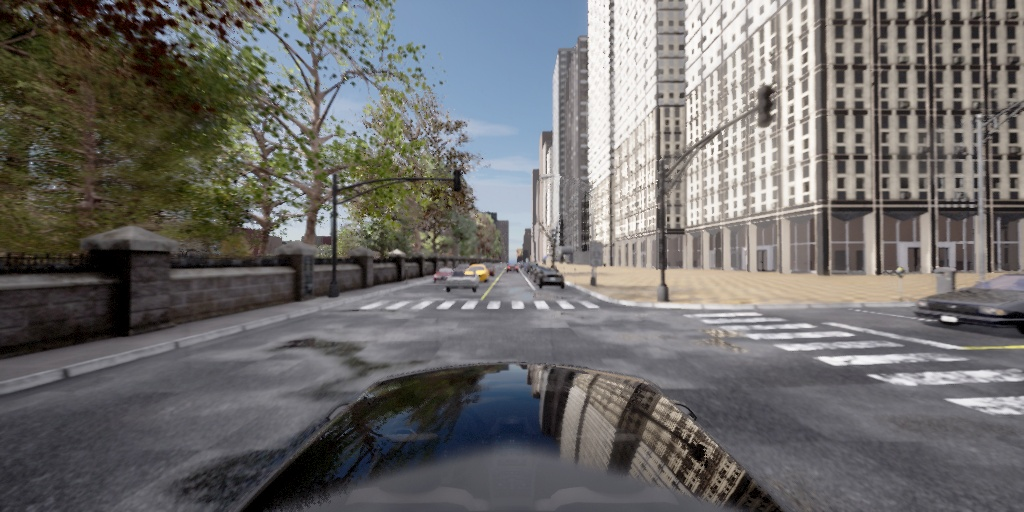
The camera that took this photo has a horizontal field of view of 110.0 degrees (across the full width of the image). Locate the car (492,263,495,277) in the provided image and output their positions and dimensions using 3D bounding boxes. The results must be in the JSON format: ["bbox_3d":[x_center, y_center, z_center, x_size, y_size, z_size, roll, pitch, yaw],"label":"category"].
[{"bbox_3d":[-3.102,1.532,42.821,2.097,1.767,4.553,0,-1,0],"label":"car"}]

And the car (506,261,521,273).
[{"bbox_3d":[0.084,1.841,54.988,1.812,1.442,4.674,0,-1,0],"label":"car"}]

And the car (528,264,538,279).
[{"bbox_3d":[2.679,1.623,31.343,1.948,1.339,4.313,0,0,0],"label":"car"}]

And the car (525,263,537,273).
[{"bbox_3d":[2.677,1.683,36.975,1.948,1.339,4.313,0,0,0],"label":"car"}]

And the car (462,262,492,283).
[{"bbox_3d":[-3.111,1.548,32.573,1.882,1.535,5.008,0,-1,0],"label":"car"}]

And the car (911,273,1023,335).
[{"bbox_3d":[13.445,1.123,8.916,5.357,1.411,2.033,-1,-1,-1],"label":"car"}]

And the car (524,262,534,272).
[{"bbox_3d":[3.128,1.808,54.029,1.837,1.490,4.892,0,-1,0],"label":"car"}]

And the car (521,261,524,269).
[{"bbox_3d":[3.094,1.735,61.001,2.097,1.767,4.553,0,-1,0],"label":"car"}]

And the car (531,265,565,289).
[{"bbox_3d":[2.681,1.564,25.711,1.948,1.339,4.313,0,0,0],"label":"car"}]

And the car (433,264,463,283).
[{"bbox_3d":[-5.701,1.639,31.340,1.802,1.307,4.207,0,0,0],"label":"car"}]

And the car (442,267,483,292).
[{"bbox_3d":[-3.106,1.573,23.242,1.895,1.301,4.718,0,-1,-3],"label":"car"}]
